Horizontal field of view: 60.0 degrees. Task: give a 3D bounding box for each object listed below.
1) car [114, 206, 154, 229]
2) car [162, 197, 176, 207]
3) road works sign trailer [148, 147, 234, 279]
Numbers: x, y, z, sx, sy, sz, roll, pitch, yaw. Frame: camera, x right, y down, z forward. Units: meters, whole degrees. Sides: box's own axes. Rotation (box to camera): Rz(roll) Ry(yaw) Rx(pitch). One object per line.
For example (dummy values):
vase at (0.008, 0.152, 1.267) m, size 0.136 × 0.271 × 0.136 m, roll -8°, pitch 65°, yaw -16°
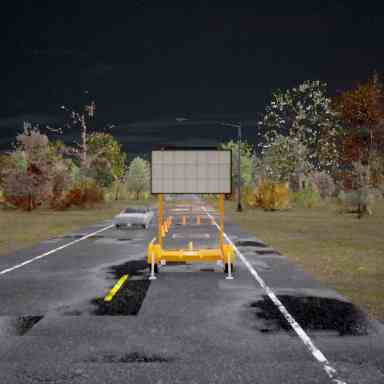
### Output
car at (-3.656, 1.600, 21.602) m, size 1.895 × 1.301 × 4.718 m, roll 0°, pitch 0°, yaw 0°
car at (-3.636, 1.528, 52.350) m, size 1.812 × 1.442 × 4.674 m, roll 0°, pitch 0°, yaw 0°
road works sign trailer at (-0.026, 0.464, 9.993) m, size 2.380 × 3.560 × 2.880 m, roll 0°, pitch 0°, yaw 0°
